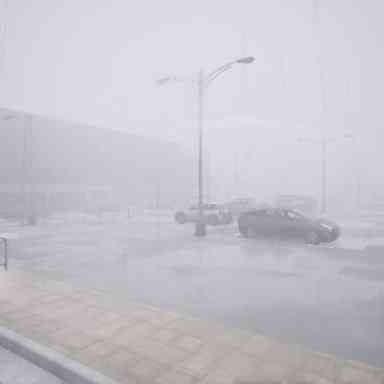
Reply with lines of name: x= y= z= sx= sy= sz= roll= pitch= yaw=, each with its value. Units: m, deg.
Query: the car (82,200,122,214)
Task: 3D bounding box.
car: x=-10.302 y=1.681 z=38.172 sx=1.837 sy=1.490 sz=4.892 roll=0 pitch=0 yaw=35

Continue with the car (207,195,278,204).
car: x=4.167 y=1.345 z=27.866 sx=5.027 sy=1.636 sz=2.152 roll=0 pitch=0 yaw=35

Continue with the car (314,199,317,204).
car: x=12.883 y=1.289 z=40.931 sx=4.605 sy=1.855 sz=1.932 roll=0 pitch=0 yaw=35

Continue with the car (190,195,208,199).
car: x=1.722 y=1.398 z=48.772 sx=2.150 sy=2.045 sz=5.566 roll=0 pitch=0 yaw=35

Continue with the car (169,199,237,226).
car: x=0.731 y=1.424 z=22.436 sx=3.806 sy=1.475 sz=1.970 roll=0 pitch=0 yaw=35

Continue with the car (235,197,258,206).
car: x=10.013 y=1.668 z=60.538 sx=2.128 sy=1.511 sz=4.902 roll=0 pitch=0 yaw=35

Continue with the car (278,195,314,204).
car: x=11.544 y=1.269 z=38.320 sx=3.866 sy=1.878 sz=1.905 roll=0 pitch=0 yaw=35

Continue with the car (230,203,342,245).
car: x=4.378 y=1.490 z=15.379 sx=4.514 sy=1.523 sz=2.007 roll=0 pitch=0 yaw=35

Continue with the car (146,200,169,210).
car: x=-4.523 y=1.740 z=46.326 sx=1.994 sy=1.385 sz=4.181 roll=0 pitch=0 yaw=36

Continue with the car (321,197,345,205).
car: x=23.710 y=1.565 z=56.035 sx=3.633 sy=1.501 sz=1.845 roll=0 pitch=0 yaw=35

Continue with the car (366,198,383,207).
car: x=28.055 y=1.576 z=49.322 sx=3.806 sy=1.475 sz=1.970 roll=0 pitch=0 yaw=35

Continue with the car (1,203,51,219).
car: x=-15.376 y=1.740 z=30.987 sx=1.994 sy=1.385 sz=4.181 roll=0 pitch=0 yaw=35
